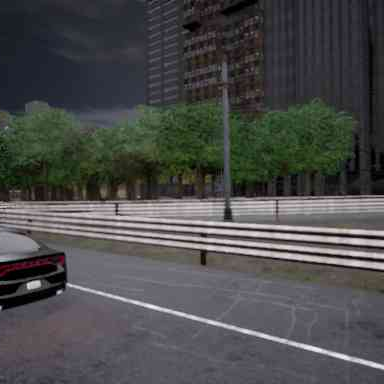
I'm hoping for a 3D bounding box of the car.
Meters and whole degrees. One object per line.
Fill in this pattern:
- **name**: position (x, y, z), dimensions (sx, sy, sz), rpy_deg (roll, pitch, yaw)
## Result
- **car**: position (-4.854, 1.523, 7.426), dimensions (5.008, 1.535, 1.882), rpy_deg (0, 0, 36)
